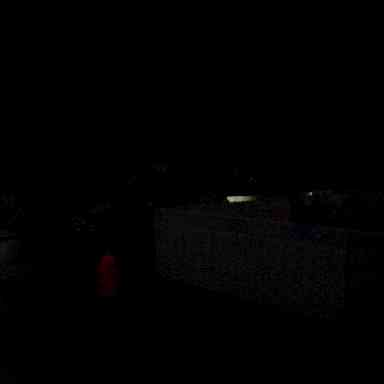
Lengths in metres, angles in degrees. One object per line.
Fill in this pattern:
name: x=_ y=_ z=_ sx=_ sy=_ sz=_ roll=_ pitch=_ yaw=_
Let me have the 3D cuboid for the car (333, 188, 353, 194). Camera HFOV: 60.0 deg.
car: x=22.877 y=0.506 z=50.365 sx=2.150 sy=2.045 sz=5.566 roll=-2 pitch=-1 yaw=37

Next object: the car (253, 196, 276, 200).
car: x=7.538 y=1.111 z=34.362 sx=1.882 sy=1.535 sz=5.008 roll=-2 pitch=-1 yaw=37

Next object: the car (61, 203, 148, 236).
car: x=-4.555 y=1.360 z=17.867 sx=1.882 sy=1.535 sz=5.008 roll=-2 pitch=-1 yaw=36

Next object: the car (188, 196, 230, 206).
car: x=1.359 y=1.110 z=25.951 sx=2.097 sy=1.767 sz=4.553 roll=-2 pitch=-1 yaw=34
